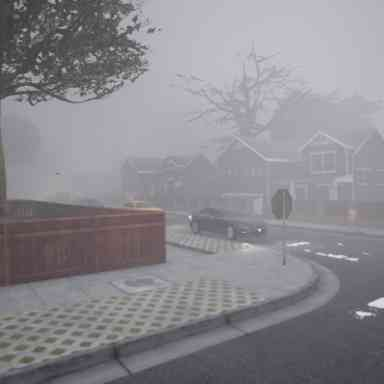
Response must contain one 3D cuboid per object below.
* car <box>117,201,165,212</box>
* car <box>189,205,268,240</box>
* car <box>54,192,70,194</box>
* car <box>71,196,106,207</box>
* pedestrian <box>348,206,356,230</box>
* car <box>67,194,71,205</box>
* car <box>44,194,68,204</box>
[{"bbox_3d":[-3.848,1.398,24.638,1.882,1.535,5.008,-1,1,-36],"label":"car"},{"bbox_3d":[1.680,1.464,16.936,1.837,1.490,4.892,-1,1,-34],"label":"car"},{"bbox_3d":[-20.791,1.028,52.676,2.150,2.045,5.566,-1,1,-36],"label":"car"},{"bbox_3d":[-10.209,1.389,33.364,1.837,1.490,4.892,-1,1,-36],"label":"car"},{"bbox_3d":[8.496,1.330,17.644,0.375,1.300,0.375,0,0,-36],"label":"pedestrian"},{"bbox_3d":[-14.559,1.301,44.220,1.882,1.535,5.008,-1,1,-35],"label":"car"},{"bbox_3d":[-18.647,1.341,45.053,2.128,1.511,4.902,-1,0,-36],"label":"car"}]
